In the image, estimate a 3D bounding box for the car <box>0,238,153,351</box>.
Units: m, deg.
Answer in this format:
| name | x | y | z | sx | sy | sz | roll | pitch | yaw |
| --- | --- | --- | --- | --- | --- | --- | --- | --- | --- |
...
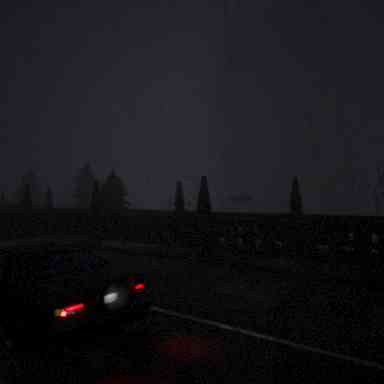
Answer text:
| name | x | y | z | sx | sy | sz | roll | pitch | yaw |
| --- | --- | --- | --- | --- | --- | --- | --- | --- | --- |
| car | -3.214 | 1.610 | 6.283 | 5.357 | 1.411 | 2.033 | -1 | 0 | 35 |
